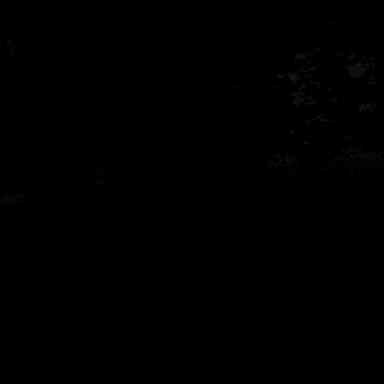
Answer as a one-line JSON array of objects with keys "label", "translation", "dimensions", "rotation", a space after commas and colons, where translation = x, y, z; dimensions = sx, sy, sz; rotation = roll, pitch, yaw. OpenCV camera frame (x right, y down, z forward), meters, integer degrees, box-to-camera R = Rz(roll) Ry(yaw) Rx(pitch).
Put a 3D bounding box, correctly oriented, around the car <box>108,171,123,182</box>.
[{"label": "car", "translation": [-11.572, -2.569, 53.252], "dimensions": [1.882, 1.535, 5.008], "rotation": [-1, 7, 17]}]
